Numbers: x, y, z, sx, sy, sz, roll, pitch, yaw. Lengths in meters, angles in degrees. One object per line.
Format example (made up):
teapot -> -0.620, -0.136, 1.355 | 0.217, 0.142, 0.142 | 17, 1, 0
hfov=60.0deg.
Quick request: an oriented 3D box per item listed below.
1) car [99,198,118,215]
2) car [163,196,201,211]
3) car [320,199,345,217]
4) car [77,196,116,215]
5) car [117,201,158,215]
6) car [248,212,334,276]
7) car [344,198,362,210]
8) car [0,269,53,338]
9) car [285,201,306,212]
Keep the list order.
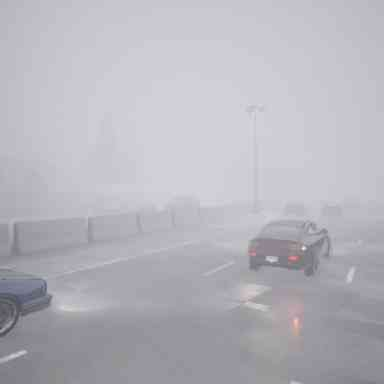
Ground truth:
car -> -7.671, 1.734, 36.340 | 1.812, 1.442, 4.674 | 0, 0, 23
car -> -0.900, 1.416, 34.349 | 2.150, 2.045, 5.566 | 0, 0, 23
car -> 14.332, 1.715, 34.201 | 1.812, 1.442, 4.674 | 0, 0, 21
car -> -10.665, 1.441, 38.190 | 2.150, 2.045, 5.566 | 0, 0, 23
car -> -5.130, 1.717, 33.412 | 1.812, 1.442, 4.674 | 0, 0, 24
car -> 3.232, 1.585, 10.667 | 1.812, 1.442, 4.674 | 0, 0, 30
car -> 22.244, 1.610, 46.879 | 2.097, 1.767, 4.553 | 0, 0, 12
car -> -4.600, 1.573, 4.201 | 2.033, 1.411, 5.357 | 0, 0, 32
car -> 10.981, 1.675, 35.319 | 1.882, 1.535, 5.008 | 0, -1, 21
